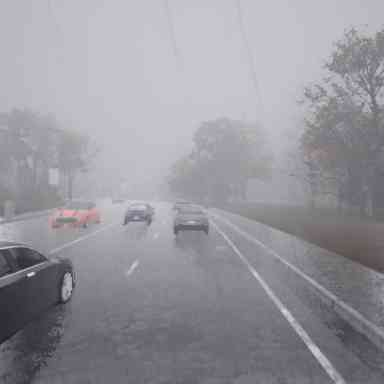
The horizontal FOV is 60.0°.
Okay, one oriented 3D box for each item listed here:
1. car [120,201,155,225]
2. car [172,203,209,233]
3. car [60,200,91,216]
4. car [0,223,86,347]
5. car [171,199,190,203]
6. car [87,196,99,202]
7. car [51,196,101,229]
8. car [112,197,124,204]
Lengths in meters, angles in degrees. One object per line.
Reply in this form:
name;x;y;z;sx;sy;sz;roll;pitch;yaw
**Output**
car;-3.737;1.530;23.990;1.812;1.442;4.674;0;0;-2
car;-0.092;1.568;19.636;1.994;1.385;4.181;0;0;-2
car;-11.620;1.565;33.563;1.994;1.385;4.181;0;0;-6
car;-3.404;1.506;5.187;1.837;1.490;4.892;0;0;0
car;-1.243;1.501;37.319;2.128;1.511;4.902;0;0;-6
car;-21.951;1.495;73.505;1.994;1.385;4.181;0;0;-24
car;-7.375;1.355;21.526;2.097;1.767;4.553;0;0;-2
car;-14.106;1.561;63.428;1.994;1.385;4.181;0;0;-18
